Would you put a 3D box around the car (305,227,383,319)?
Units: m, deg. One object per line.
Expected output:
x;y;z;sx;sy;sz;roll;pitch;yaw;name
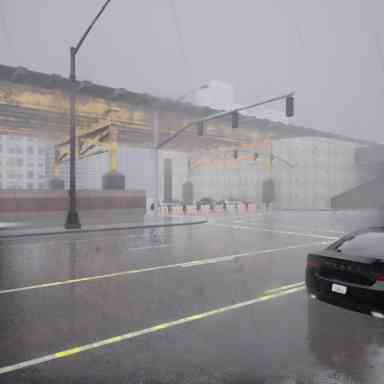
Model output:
4.486;1.478;7.043;5.008;1.535;1.882;0;0;-36;car

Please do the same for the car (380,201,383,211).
24.243;1.491;39.771;4.902;1.511;2.128;0;0;-37;car

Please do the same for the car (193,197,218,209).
1.727;1.295;40.006;1.853;1.218;4.536;0;0;18;car

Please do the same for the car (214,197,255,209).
5.590;1.452;43.750;4.974;1.542;2.038;0;0;-7;car

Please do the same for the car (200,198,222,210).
1.712;1.452;39.957;2.038;1.542;4.974;0;0;18;car

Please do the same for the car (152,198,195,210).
-2.061;1.295;37.246;4.536;1.218;1.853;0;0;8;car

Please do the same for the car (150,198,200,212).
-2.010;1.453;37.240;4.974;1.542;2.038;0;0;8;car

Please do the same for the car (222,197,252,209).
5.538;1.295;43.743;4.536;1.218;1.853;0;0;-7;car
